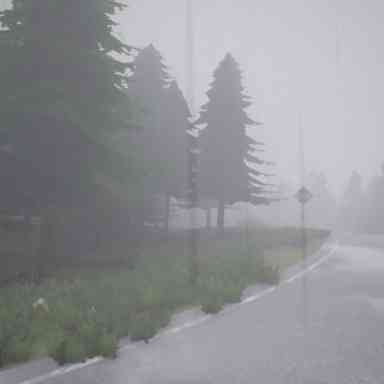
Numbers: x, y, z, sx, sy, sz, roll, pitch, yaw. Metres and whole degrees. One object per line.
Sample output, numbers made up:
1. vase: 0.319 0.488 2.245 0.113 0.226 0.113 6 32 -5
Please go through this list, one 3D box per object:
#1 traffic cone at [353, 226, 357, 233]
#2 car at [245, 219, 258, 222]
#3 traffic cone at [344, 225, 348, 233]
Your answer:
1. traffic cone: 12.563 2.875 25.642 0.340 0.580 0.340 3 -5 6
2. car: 7.380 3.950 39.613 2.033 1.411 5.357 5 -9 -27
3. traffic cone: 12.746 3.068 27.627 0.340 0.580 0.340 3 -5 6
